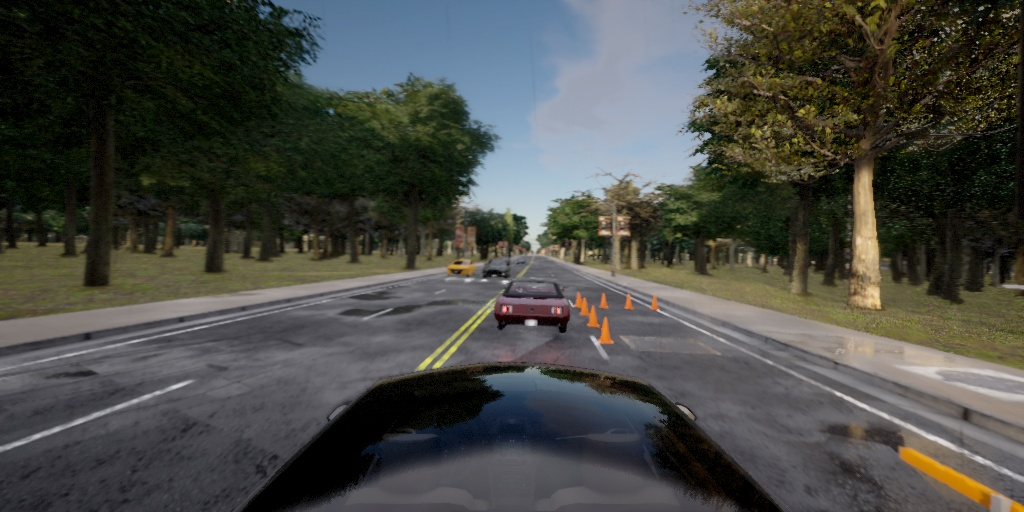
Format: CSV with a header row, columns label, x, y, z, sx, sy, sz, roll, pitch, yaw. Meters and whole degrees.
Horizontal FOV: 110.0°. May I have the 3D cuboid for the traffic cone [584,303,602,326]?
label,x,y,z,sx,sy,sz,roll,pitch,yaw
traffic cone,2.375,1.745,10.548,0.340,0.580,0.340,0,0,4

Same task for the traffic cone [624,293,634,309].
label,x,y,z,sx,sy,sz,roll,pitch,yaw
traffic cone,4.679,1.794,14.380,0.340,0.580,0.340,0,0,4

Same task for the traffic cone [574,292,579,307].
label,x,y,z,sx,sy,sz,roll,pitch,yaw
traffic cone,2.686,1.743,14.536,0.340,0.580,0.340,0,0,4

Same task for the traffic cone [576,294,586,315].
label,x,y,z,sx,sy,sz,roll,pitch,yaw
traffic cone,2.531,1.744,12.541,0.340,0.580,0.340,0,0,4

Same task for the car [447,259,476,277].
label,x,y,z,sx,sy,sz,roll,pitch,yaw
car,-4.435,1.042,32.179,1.882,1.535,5.008,1,0,4

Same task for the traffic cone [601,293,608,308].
label,x,y,z,sx,sy,sz,roll,pitch,yaw
traffic cone,3.683,1.769,14.458,0.340,0.580,0.340,0,0,4

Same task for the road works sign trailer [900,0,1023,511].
label,x,y,z,sx,sy,sz,roll,pitch,yaw
road works sign trailer,3.051,0.292,1.468,2.380,3.560,2.880,0,0,4

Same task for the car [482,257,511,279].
label,x,y,z,sx,sy,sz,roll,pitch,yaw
car,-1.267,0.999,30.939,2.097,1.767,4.553,1,0,4

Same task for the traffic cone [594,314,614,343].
label,x,y,z,sx,sy,sz,roll,pitch,yaw
traffic cone,2.220,1.746,8.553,0.340,0.580,0.340,0,0,4

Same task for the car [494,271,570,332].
label,x,y,z,sx,sy,sz,roll,pitch,yaw
car,0.650,1.346,10.971,1.895,1.301,4.718,1,0,4

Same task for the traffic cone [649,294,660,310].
label,x,y,z,sx,sy,sz,roll,pitch,yaw
traffic cone,5.676,1.819,14.302,0.340,0.580,0.340,0,0,4
